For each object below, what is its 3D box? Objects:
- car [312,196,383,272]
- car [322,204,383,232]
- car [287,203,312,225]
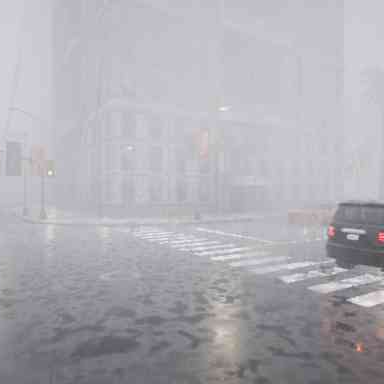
[{"bbox_3d":[6.379,1.254,9.879,5.566,2.045,2.150,0,0,-32],"label":"car"},{"bbox_3d":[10.808,1.547,20.933,5.357,1.411,2.033,0,0,-32],"label":"car"},{"bbox_3d":[8.995,1.478,23.924,5.008,1.535,1.882,0,0,-32],"label":"car"}]
